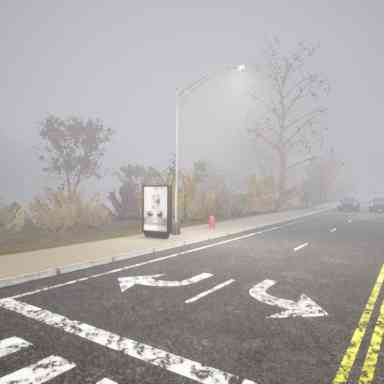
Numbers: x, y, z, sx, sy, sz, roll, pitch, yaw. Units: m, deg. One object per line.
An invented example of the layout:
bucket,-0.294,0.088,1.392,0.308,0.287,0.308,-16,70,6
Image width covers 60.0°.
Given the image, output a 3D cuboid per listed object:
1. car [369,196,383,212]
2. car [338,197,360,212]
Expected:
car,21.539,1.393,38.046,2.097,1.767,4.553,0,0,31
car,18.739,1.390,39.696,2.097,1.767,4.553,0,0,31
